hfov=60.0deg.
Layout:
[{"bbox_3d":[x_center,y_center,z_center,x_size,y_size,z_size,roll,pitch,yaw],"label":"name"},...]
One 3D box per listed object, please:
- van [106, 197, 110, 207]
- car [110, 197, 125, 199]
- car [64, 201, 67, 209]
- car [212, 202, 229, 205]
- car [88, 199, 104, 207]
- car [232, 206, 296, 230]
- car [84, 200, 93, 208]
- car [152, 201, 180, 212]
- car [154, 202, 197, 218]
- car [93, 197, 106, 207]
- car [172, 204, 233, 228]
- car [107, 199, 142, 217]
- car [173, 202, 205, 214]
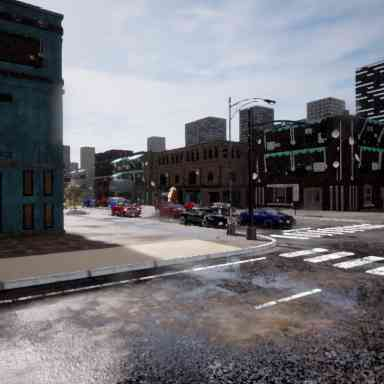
[{"bbox_3d":[-13.234,1.907,58.864,1.690,1.788,3.998,-1,0,-35],"label":"van"},{"bbox_3d":[-8.095,1.789,41.674,2.097,1.767,4.553,-1,0,-35],"label":"car"},{"bbox_3d":[-23.167,2.232,58.380,1.752,1.417,4.829,-1,0,-35],"label":"car"},{"bbox_3d":[2.805,1.809,36.307,2.008,1.369,4.403,-2,0,-35],"label":"car"},{"bbox_3d":[-19.643,2.227,67.887,1.887,1.381,4.507,-1,0,-35],"label":"car"},{"bbox_3d":[5.059,1.742,22.885,1.994,1.385,4.181,-1,0,-33],"label":"car"},{"bbox_3d":[-19.493,2.194,63.237,1.812,1.442,4.674,-1,0,-35],"label":"car"},{"bbox_3d":[-3.607,1.966,45.330,1.802,1.307,4.206,-2,0,-35],"label":"car"},{"bbox_3d":[-1.617,1.875,32.550,1.994,1.385,4.181,-1,0,-36],"label":"car"},{"bbox_3d":[-16.442,1.939,63.375,2.192,1.841,5.009,-1,0,-35],"label":"car"},{"bbox_3d":[0.711,1.814,24.581,1.947,1.339,4.313,-2,0,-35],"label":"car"},{"bbox_3d":[-7.233,1.846,35.962,1.967,1.590,4.097,-1,0,-35],"label":"car"},{"bbox_3d":[-0.401,1.903,40.819,1.802,1.307,4.206,-2,0,-35],"label":"car"}]
